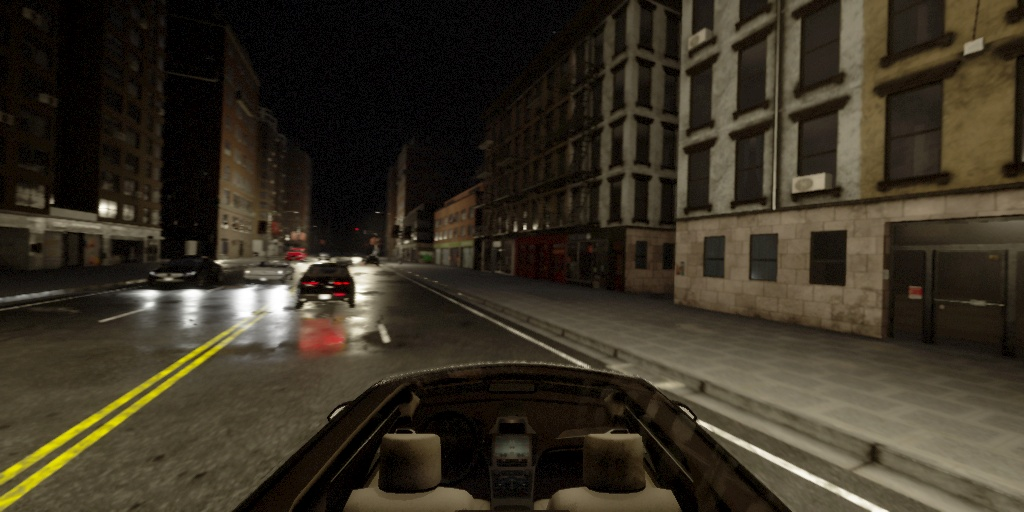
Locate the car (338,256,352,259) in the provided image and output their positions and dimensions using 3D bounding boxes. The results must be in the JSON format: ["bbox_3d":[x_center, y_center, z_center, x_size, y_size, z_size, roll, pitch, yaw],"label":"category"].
[{"bbox_3d":[-20.139,0.693,43.243,1.895,1.301,4.718,2,0,-24],"label":"car"}]

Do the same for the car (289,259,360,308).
[{"bbox_3d":[-6.977,1.026,13.719,1.837,1.490,4.892,2,0,-24],"label":"car"}]

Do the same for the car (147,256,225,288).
[{"bbox_3d":[-16.291,0.736,18.170,1.812,1.442,4.674,2,0,-24],"label":"car"}]

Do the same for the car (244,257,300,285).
[{"bbox_3d":[-13.955,0.891,20.897,1.895,1.301,4.718,2,0,-24],"label":"car"}]

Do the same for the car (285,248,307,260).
[{"bbox_3d":[-31.496,-0.061,52.455,2.150,2.045,5.566,2,0,-23],"label":"car"}]

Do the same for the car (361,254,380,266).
[{"bbox_3d":[-19.457,0.621,49.696,1.837,1.490,4.892,2,0,-24],"label":"car"}]
